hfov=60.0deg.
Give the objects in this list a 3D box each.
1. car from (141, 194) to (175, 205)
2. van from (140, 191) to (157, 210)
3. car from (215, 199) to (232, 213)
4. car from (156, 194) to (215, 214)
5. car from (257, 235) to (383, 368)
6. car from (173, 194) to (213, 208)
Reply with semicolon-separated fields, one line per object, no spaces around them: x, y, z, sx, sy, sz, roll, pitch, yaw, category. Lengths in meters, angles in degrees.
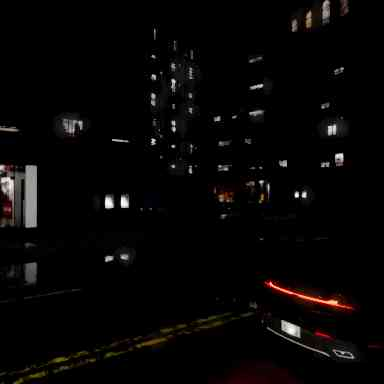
-4.345;0.961;42.564;4.206;1.307;1.802;1;0;37;car
-4.993;0.817;32.568;3.998;1.788;1.690;1;0;37;van
1.447;1.129;30.938;4.674;1.442;1.812;1;1;37;car
-0.585;1.137;29.243;4.403;1.369;2.008;1;0;37;car
3.260;1.507;5.639;4.892;1.490;1.837;0;0;-35;car
0.069;1.041;39.241;4.403;1.369;2.008;1;0;37;car
